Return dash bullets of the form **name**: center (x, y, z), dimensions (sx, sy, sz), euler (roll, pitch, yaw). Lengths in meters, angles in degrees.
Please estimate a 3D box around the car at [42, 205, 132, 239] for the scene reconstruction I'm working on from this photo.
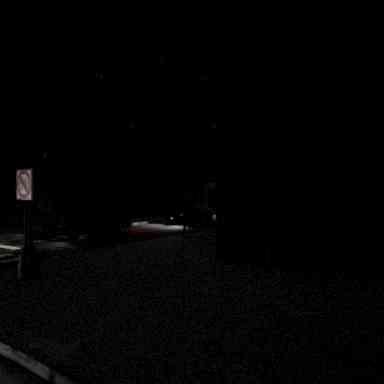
- **car**: center (-5.459, 1.516, 17.892), dimensions (1.882, 1.535, 5.008), euler (0, 0, 35)

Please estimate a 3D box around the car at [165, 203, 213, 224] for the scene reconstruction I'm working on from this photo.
- **car**: center (-0.080, 1.582, 25.443), dimensions (1.812, 1.442, 4.674), euler (0, 0, 35)
